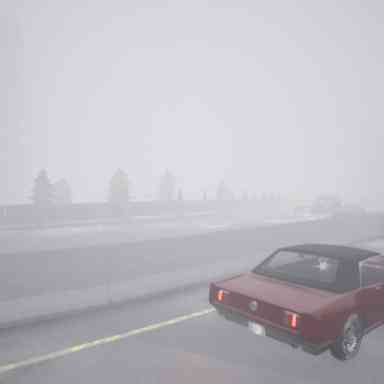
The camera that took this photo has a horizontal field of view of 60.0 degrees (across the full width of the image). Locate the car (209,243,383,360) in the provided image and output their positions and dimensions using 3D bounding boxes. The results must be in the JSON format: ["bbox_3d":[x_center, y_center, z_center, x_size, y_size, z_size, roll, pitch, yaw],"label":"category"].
[{"bbox_3d":[2.635,1.615,6.007,4.718,1.301,1.895,0,0,-39],"label":"car"}]

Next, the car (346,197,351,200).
[{"bbox_3d":[32.097,1.675,69.389,1.994,1.385,4.181,0,0,26],"label":"car"}]

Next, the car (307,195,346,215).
[{"bbox_3d":[13.855,1.296,34.049,2.150,2.045,5.566,0,0,34],"label":"car"}]

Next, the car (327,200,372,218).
[{"bbox_3d":[12.521,1.619,26.339,1.994,1.385,4.181,0,0,38],"label":"car"}]

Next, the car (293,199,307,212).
[{"bbox_3d":[13.647,1.576,40.363,1.882,1.535,5.008,0,0,30],"label":"car"}]

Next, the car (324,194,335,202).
[{"bbox_3d":[32.020,1.420,77.285,2.097,1.767,4.553,0,0,26],"label":"car"}]

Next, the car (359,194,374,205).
[{"bbox_3d":[32.223,1.338,61.599,2.150,2.045,5.566,0,0,26],"label":"car"}]
